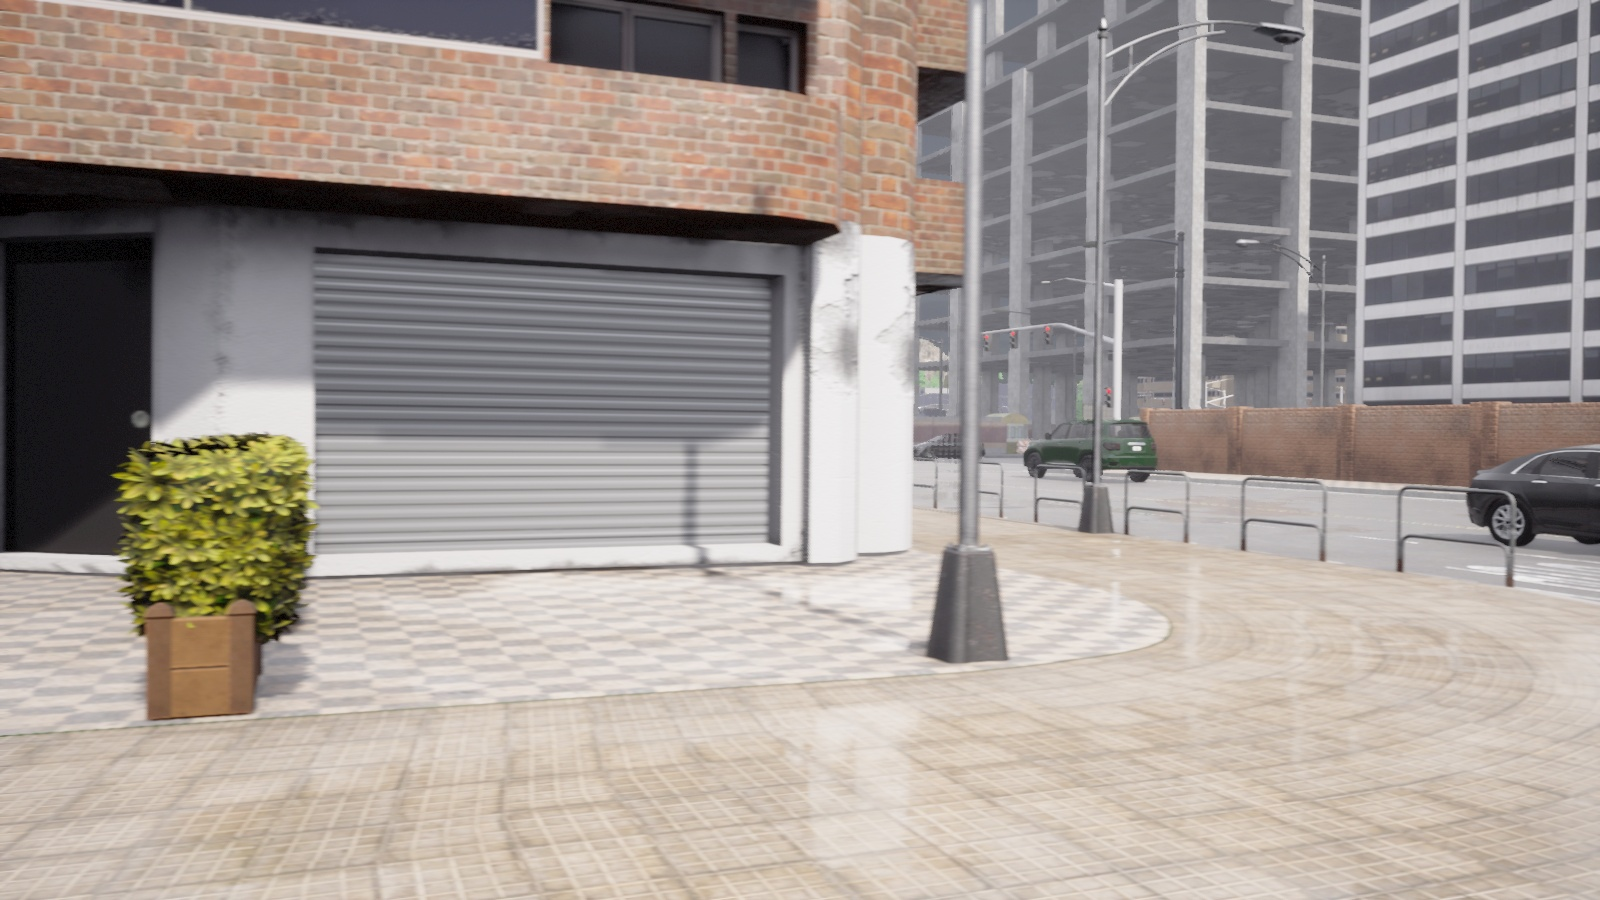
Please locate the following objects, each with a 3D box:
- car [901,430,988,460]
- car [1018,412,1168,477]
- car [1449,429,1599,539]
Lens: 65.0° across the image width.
[{"bbox_3d":[7.681,-0.286,66.631,4.193,1.474,1.816,-1,1,-21],"label":"car"},{"bbox_3d":[9.748,-0.212,42.277,2.150,2.045,5.566,-1,1,-21],"label":"car"},{"bbox_3d":[11.752,0.451,17.420,1.837,1.490,4.892,-1,1,-21],"label":"car"}]
